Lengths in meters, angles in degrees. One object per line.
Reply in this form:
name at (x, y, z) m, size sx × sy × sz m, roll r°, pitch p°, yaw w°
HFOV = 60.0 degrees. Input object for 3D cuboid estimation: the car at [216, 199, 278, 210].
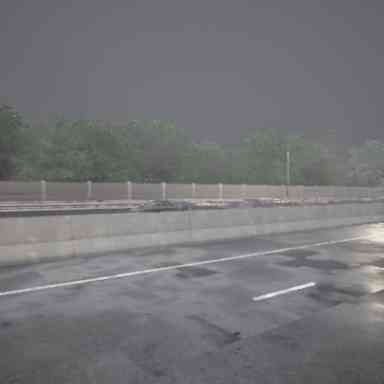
car at (4.387, 1.344, 24.356) m, size 4.553 × 1.767 × 2.097 m, roll 0°, pitch 0°, yaw -36°

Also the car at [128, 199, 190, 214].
car at (-2.917, 1.498, 27.732) m, size 4.892 × 1.490 × 1.837 m, roll 0°, pitch 0°, yaw -36°

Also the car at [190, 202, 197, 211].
car at (-1.705, 1.483, 32.909) m, size 4.902 × 1.511 × 2.128 m, roll 0°, pitch 0°, yaw -36°

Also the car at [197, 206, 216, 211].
car at (3.393, 1.538, 27.954) m, size 5.357 × 1.411 × 2.033 m, roll 0°, pitch 0°, yaw -35°

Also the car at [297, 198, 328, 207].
car at (14.695, 1.520, 40.283) m, size 4.674 × 1.442 × 1.812 m, roll 0°, pitch 0°, yaw -36°
